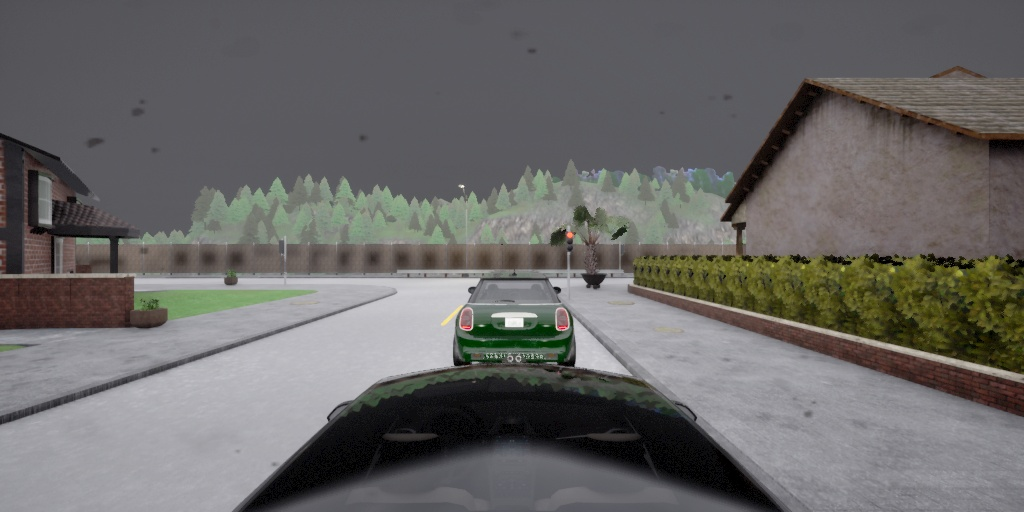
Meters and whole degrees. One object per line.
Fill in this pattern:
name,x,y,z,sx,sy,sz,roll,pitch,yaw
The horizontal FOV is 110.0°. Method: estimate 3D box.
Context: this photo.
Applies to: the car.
car,0.057,1.102,7.953,2.097,1.767,4.553,0,0,0
